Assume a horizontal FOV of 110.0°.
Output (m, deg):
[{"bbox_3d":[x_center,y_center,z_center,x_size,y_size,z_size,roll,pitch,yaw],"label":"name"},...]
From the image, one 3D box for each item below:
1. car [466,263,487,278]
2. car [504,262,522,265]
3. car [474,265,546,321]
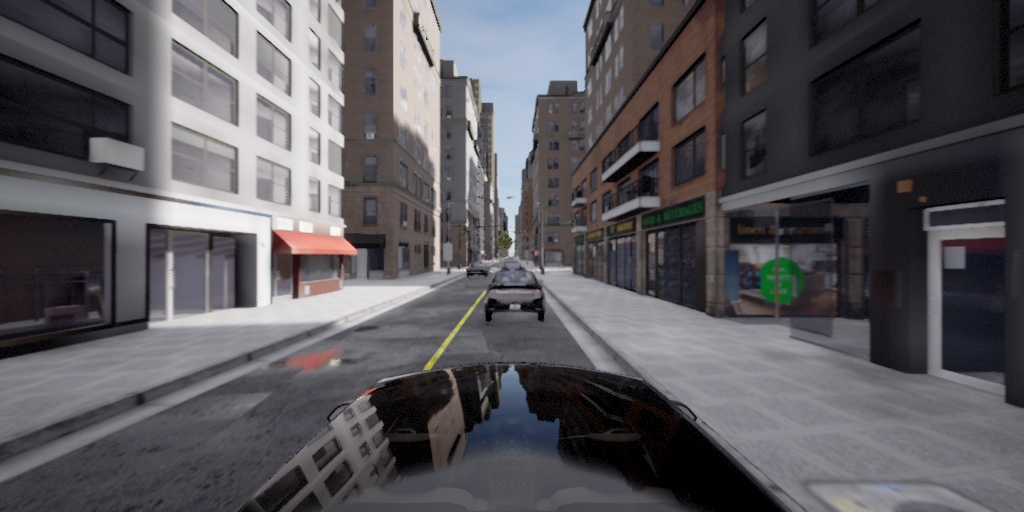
[{"bbox_3d":[-3.082,1.318,33.076,1.895,1.301,4.718,0,0,0],"label":"car"},{"bbox_3d":[0.082,1.212,27.934,2.128,1.511,4.902,0,0,0],"label":"car"},{"bbox_3d":[0.084,1.224,12.387,2.128,1.511,4.902,0,0,0],"label":"car"}]
